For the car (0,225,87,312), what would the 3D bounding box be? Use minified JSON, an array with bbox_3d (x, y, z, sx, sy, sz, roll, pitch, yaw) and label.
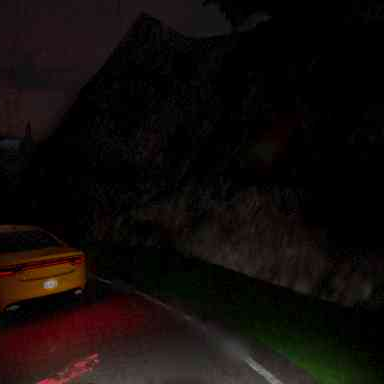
[{"bbox_3d":[-4.347,1.478,7.518,5.008,1.535,1.882,0,0,42],"label":"car"}]
